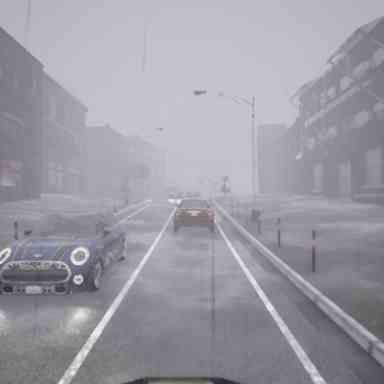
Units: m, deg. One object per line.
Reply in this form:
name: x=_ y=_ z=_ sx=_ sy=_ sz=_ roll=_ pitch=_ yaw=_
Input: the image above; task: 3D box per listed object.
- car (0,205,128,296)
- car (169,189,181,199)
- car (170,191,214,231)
car: x=-3.101 y=1.290 z=8.743 sx=2.097 sy=1.767 sz=4.553 roll=0 pitch=1 yaw=0
car: x=-2.343 y=0.301 z=50.750 sx=2.128 sy=1.511 sz=4.902 roll=0 pitch=0 yaw=5
car: x=0.096 y=1.069 z=18.656 sx=2.097 sy=1.767 sz=4.553 roll=0 pitch=2 yaw=0
